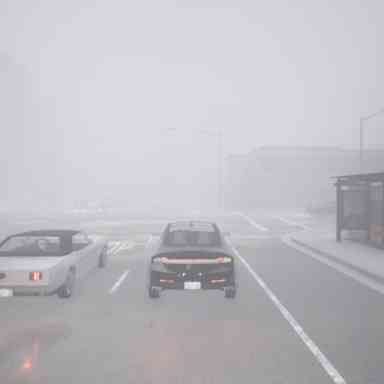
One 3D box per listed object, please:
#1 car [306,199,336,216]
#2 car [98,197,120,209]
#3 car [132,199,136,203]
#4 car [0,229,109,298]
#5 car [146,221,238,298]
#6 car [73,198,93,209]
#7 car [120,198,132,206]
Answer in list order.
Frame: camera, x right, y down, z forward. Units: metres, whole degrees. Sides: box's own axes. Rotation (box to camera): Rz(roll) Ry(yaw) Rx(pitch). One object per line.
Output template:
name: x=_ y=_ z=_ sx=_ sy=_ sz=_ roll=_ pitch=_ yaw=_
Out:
car: x=12.249 y=1.318 z=29.331 sx=4.181 sy=1.385 sz=1.994 roll=-2 pitch=0 yaw=-4
car: x=-12.567 y=1.531 z=49.405 sx=2.097 sy=1.767 sz=4.553 roll=0 pitch=-1 yaw=-3
car: x=-14.286 y=2.298 z=79.593 sx=1.812 sy=1.442 sz=4.674 roll=0 pitch=-1 yaw=-3
car: x=-3.507 y=1.598 z=8.437 sx=1.895 sy=1.301 sz=4.718 roll=0 pitch=0 yaw=0
car: x=-0.008 y=1.489 z=8.474 sx=2.128 sy=1.511 sz=4.902 roll=0 pitch=0 yaw=0
car: x=-16.064 y=1.672 z=49.243 sx=2.128 sy=1.511 sz=4.902 roll=0 pitch=-1 yaw=-3
car: x=-13.408 y=1.982 z=64.234 sx=2.128 sy=1.511 sz=4.902 roll=0 pitch=-1 yaw=-3
